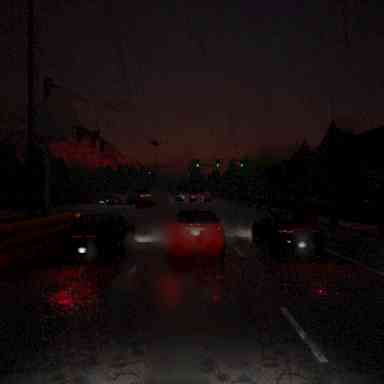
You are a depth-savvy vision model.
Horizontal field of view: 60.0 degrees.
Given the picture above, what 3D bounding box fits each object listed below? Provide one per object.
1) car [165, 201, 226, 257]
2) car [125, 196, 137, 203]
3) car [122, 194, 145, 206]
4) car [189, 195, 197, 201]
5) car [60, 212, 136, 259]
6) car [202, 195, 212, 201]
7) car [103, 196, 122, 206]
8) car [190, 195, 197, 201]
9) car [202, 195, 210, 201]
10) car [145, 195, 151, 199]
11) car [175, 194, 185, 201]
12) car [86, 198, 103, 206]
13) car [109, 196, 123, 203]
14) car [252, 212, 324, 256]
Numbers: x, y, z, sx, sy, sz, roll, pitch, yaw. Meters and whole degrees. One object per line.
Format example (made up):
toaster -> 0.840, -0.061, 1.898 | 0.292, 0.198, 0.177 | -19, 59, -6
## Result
car -> 0.124, 1.389, 13.219 | 2.097, 1.767, 4.553 | 0, 0, 0
car -> -13.745, 1.735, 75.047 | 1.812, 1.442, 4.674 | 0, 0, 0
car -> -10.338, 1.387, 59.487 | 2.150, 2.045, 5.566 | 0, 0, 1
car -> 0.274, 1.746, 80.574 | 2.128, 1.511, 4.902 | 0, 0, 0
car -> -3.378, 1.541, 12.691 | 1.837, 1.490, 4.892 | 0, 0, 0
car -> 3.774, 1.746, 80.562 | 2.128, 1.511, 4.902 | 0, 0, 0
car -> -13.840, 1.518, 59.486 | 2.097, 1.767, 4.553 | 0, 0, 1
car -> 0.310, 1.615, 90.995 | 1.812, 1.442, 4.674 | 0, 0, 0
car -> 3.810, 1.617, 90.983 | 2.128, 1.511, 4.902 | 0, 0, 0
car -> -10.246, 1.566, 74.726 | 2.097, 1.767, 4.553 | 0, 0, 0
car -> -3.225, 1.746, 81.003 | 1.812, 1.442, 4.674 | 0, 0, 0
car -> -17.325, 1.714, 59.777 | 2.033, 1.411, 5.357 | 0, 0, 1
car -> -17.243, 1.751, 75.611 | 2.033, 1.411, 5.357 | 0, 0, 0
car -> 3.626, 1.530, 13.332 | 2.128, 1.511, 4.902 | 0, 0, 0
